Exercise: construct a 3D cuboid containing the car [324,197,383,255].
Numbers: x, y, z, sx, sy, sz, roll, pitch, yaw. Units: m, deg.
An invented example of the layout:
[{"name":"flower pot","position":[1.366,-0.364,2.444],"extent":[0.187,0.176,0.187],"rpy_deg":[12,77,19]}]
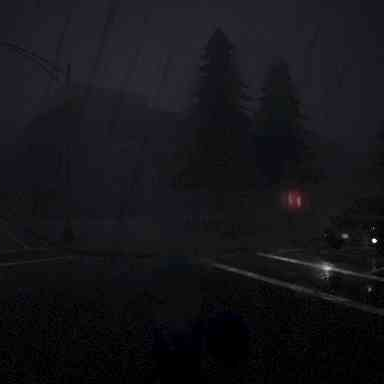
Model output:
[{"name":"car","position":[7.779,1.248,13.701],"extent":[5.566,2.045,2.150],"rpy_deg":[0,0,-36]}]
